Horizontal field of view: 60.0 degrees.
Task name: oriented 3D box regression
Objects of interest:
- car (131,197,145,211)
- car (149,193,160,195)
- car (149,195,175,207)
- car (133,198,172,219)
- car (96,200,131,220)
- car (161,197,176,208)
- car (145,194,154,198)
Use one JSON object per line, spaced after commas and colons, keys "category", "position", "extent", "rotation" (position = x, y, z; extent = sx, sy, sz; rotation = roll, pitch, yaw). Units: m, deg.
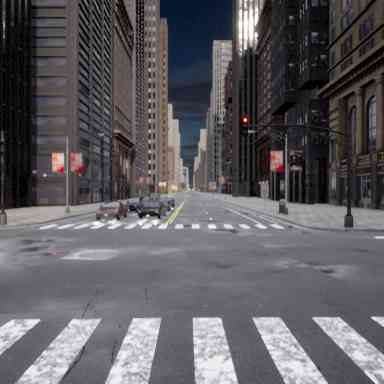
{"category": "car", "position": [-6.677, 1.576, 37.132], "extent": [1.895, 1.301, 4.718], "rotation": [0, 0, 0]}
{"category": "car", "position": [-6.683, 1.170, 57.821], "extent": [2.150, 2.045, 5.566], "rotation": [0, 0, 1]}
{"category": "car", "position": [-3.428, 1.465, 39.200], "extent": [2.128, 1.511, 4.902], "rotation": [0, 0, 0]}
{"category": "car", "position": [-3.384, 1.530, 29.460], "extent": [2.033, 1.411, 5.357], "rotation": [0, 0, 4]}
{"category": "car", "position": [-6.656, 1.510, 28.024], "extent": [1.812, 1.442, 4.674], "rotation": [0, 0, 0]}
{"category": "car", "position": [-3.457, 1.509, 49.751], "extent": [2.033, 1.411, 5.357], "rotation": [0, 0, 0]}
{"category": "car", "position": [-6.698, 1.470, 47.372], "extent": [1.837, 1.490, 4.892], "rotation": [0, 0, 0]}
